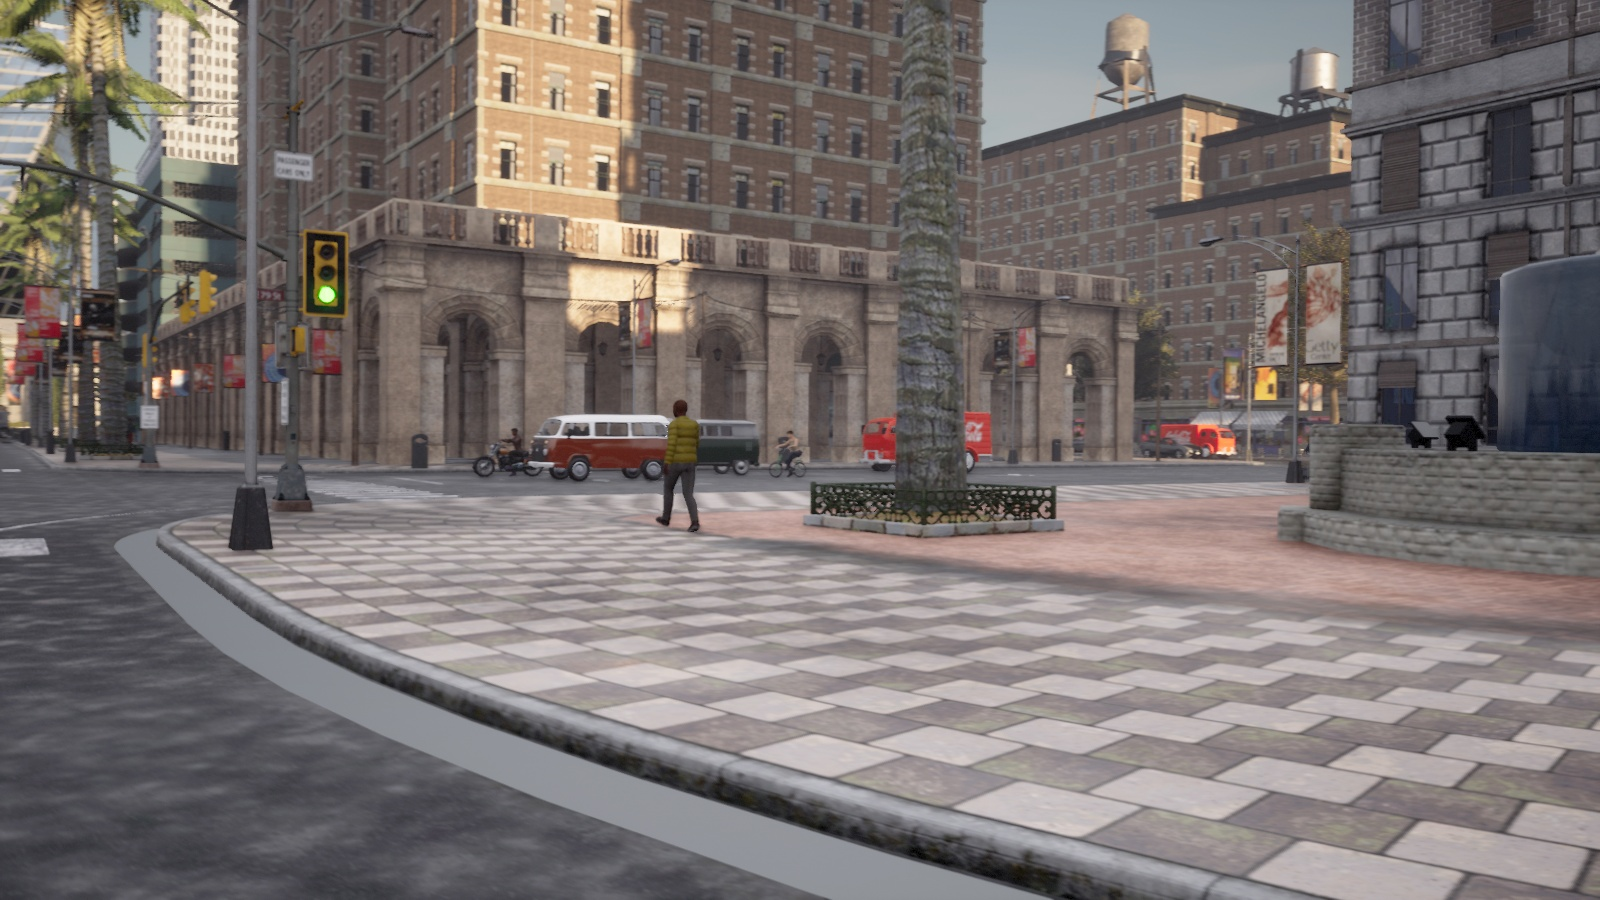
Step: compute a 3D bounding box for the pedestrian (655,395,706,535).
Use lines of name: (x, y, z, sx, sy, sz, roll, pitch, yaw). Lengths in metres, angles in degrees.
pedestrian: (-1.604, 0.191, 16.807, 0.370, 1.835, 0.726, -1, 1, -34)

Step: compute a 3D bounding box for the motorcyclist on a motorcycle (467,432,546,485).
motorcyclist on a motorcycle: (-9.491, 0.251, 40.663, 2.350, 1.649, 0.766, -1, 1, -33)

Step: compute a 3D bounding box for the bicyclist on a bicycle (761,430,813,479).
bicyclist on a bicycle: (-0.437, 0.139, 42.483, 1.509, 1.612, 0.866, -1, 1, -33)

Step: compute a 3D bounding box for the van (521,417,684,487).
van: (-6.084, 0.019, 38.811, 4.480, 2.038, 2.069, -1, 1, -33)

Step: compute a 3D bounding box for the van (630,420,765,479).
van: (-3.619, -0.044, 44.542, 4.442, 1.987, 1.775, -1, 1, -32)

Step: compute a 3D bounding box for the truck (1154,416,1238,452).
truck: (28.046, -1.105, 89.046, 2.627, 2.467, 5.204, -1, 1, -33)

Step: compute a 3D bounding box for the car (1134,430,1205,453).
car: (25.467, -0.620, 86.648, 2.007, 1.525, 4.514, -1, 1, -33)

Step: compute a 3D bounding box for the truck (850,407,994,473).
truck: (4.883, -0.424, 50.103, 5.204, 2.467, 2.627, -1, 1, -33)
